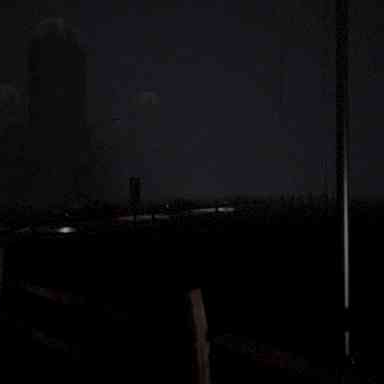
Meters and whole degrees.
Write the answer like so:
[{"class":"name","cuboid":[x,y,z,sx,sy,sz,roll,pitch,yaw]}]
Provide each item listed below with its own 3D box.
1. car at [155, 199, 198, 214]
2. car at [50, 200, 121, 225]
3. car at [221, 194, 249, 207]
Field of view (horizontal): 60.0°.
[{"class":"car","cuboid":[-1.472,1.295,30.972,1.895,1.301,4.718,1,1,35]},{"class":"car","cuboid":[-7.187,1.314,22.847,1.882,1.535,5.008,1,1,35]},{"class":"car","cuboid":[5.261,1.021,40.527,2.128,1.511,4.902,1,1,35]}]
